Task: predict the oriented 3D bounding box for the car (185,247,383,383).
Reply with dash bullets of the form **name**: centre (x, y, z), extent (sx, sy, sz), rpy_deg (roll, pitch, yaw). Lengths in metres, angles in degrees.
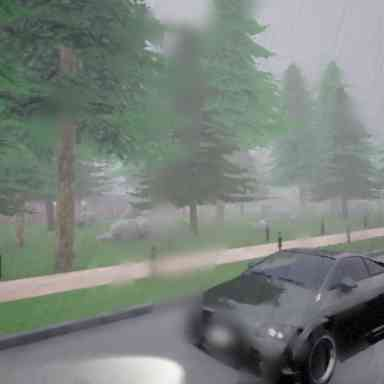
- **car**: centre (1.942, 1.656, 5.463), extent (4.181, 1.385, 1.994), rpy_deg (0, -1, -37)
